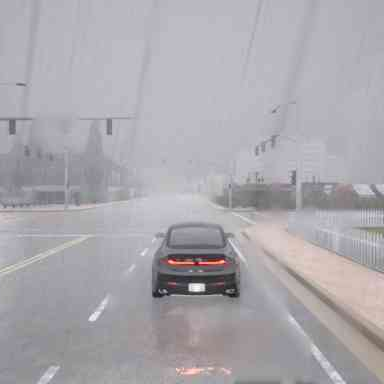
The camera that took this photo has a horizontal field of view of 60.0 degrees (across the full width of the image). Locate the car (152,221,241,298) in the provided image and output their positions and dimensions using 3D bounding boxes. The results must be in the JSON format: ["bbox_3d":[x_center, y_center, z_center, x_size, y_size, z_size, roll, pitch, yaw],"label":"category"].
[{"bbox_3d":[0.083,1.505,8.519,1.837,1.490,4.892,0,0,0],"label":"car"}]
